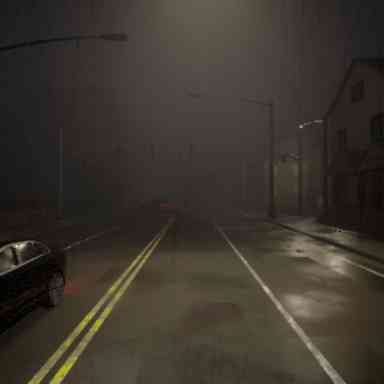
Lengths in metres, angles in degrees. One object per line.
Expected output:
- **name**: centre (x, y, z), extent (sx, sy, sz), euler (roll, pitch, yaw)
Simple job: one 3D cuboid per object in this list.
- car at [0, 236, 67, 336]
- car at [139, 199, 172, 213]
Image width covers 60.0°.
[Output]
- **car**: centre (-3.599, 1.531, 5.250), extent (2.128, 1.511, 4.902), euler (0, 0, 0)
- **car**: centre (-4.539, 1.608, 40.510), extent (2.097, 1.767, 4.553), euler (0, 0, -43)
